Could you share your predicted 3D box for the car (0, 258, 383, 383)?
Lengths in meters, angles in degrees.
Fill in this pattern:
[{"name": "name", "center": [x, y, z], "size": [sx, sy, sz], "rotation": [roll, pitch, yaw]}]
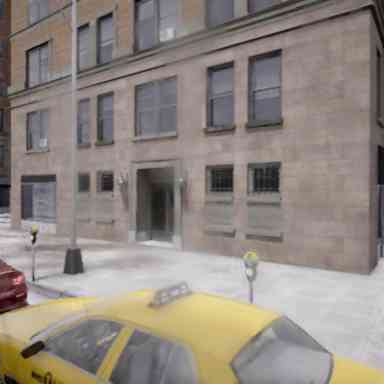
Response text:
[{"name": "car", "center": [-0.398, 1.517, 3.093], "size": [4.829, 1.417, 1.752], "rotation": [0, 0, 35]}]
